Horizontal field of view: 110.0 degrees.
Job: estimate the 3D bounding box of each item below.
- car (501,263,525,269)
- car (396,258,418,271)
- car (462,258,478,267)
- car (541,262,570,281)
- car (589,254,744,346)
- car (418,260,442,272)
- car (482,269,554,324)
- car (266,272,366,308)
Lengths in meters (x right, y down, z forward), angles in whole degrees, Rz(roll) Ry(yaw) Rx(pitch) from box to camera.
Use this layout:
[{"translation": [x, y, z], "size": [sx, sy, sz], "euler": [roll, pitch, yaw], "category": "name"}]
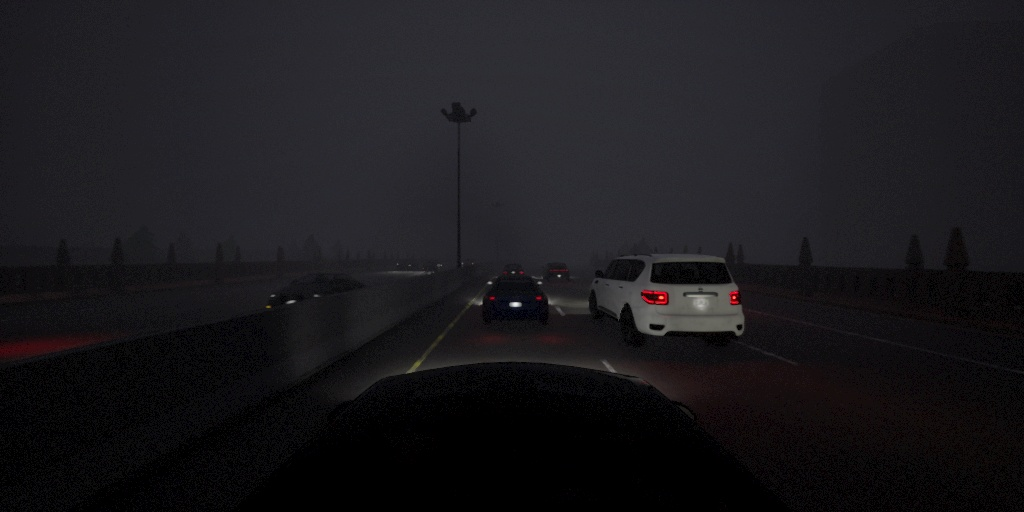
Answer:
[{"translation": [0.095, 1.308, 29.798], "size": [2.033, 1.411, 5.357], "euler": [0, 0, 0], "category": "car"}, {"translation": [-14.024, 1.118, 48.472], "size": [2.097, 1.767, 4.553], "euler": [0, 0, 1], "category": "car"}, {"translation": [-6.686, 1.122, 57.402], "size": [2.097, 1.767, 4.553], "euler": [0, 0, 4], "category": "car"}, {"translation": [3.595, 1.266, 29.747], "size": [1.837, 1.490, 4.892], "euler": [0, 0, 0], "category": "car"}, {"translation": [3.599, 0.975, 9.516], "size": [2.150, 2.045, 5.566], "euler": [0, 0, 0], "category": "car"}, {"translation": [-10.540, 1.273, 47.618], "size": [1.837, 1.490, 4.892], "euler": [0, -1, 1], "category": "car"}, {"translation": [0.099, 1.318, 11.966], "size": [1.994, 1.385, 4.181], "euler": [0, 0, 0], "category": "car"}, {"translation": [-7.102, 1.318, 13.512], "size": [1.994, 1.385, 4.181], "euler": [0, 0, 0], "category": "car"}]
